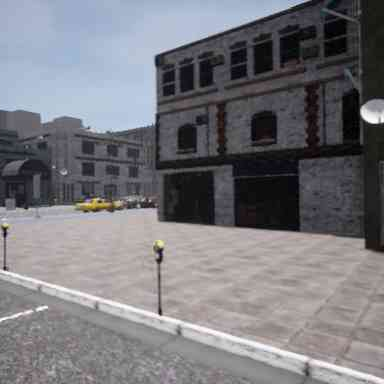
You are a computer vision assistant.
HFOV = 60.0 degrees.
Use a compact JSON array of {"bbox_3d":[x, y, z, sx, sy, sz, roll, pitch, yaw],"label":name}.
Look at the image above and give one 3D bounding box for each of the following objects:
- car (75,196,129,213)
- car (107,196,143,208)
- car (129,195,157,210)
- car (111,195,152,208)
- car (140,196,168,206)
[{"bbox_3d":[-8.518,1.214,31.061,1.752,1.417,4.829,-1,0,36],"label":"car"},{"bbox_3d":[-8.973,1.250,44.666,1.752,1.417,4.829,0,0,36],"label":"car"},{"bbox_3d":[-5.360,1.189,35.396,2.008,1.369,4.403,-1,0,36],"label":"car"},{"bbox_3d":[-7.609,1.185,42.143,2.128,1.511,4.902,-1,0,36],"label":"car"},{"bbox_3d":[-5.615,1.253,49.276,1.802,1.307,4.206,0,0,36],"label":"car"}]
